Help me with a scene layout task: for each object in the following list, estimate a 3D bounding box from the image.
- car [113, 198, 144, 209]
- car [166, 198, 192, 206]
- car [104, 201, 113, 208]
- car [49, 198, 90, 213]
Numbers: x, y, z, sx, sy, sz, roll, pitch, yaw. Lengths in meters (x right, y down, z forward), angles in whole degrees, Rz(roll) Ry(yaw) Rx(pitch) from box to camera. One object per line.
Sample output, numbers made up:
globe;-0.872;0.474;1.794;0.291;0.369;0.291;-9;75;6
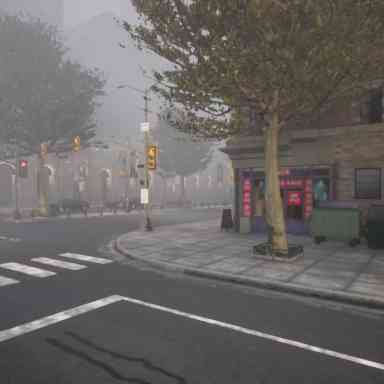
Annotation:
car;-8.038;1.526;45.536;1.812;1.442;4.674;0;0;36
car;-2.148;1.601;53.733;1.895;1.301;4.718;0;0;36
car;-10.251;1.595;47.876;1.895;1.301;4.718;0;0;36
car;-13.875;1.505;37.444;1.837;1.490;4.892;0;0;36
